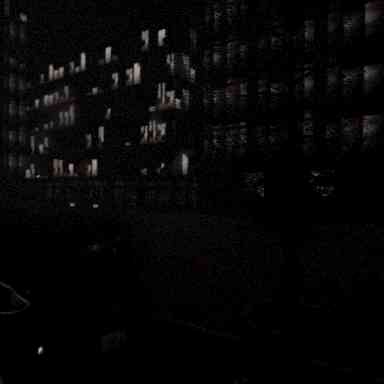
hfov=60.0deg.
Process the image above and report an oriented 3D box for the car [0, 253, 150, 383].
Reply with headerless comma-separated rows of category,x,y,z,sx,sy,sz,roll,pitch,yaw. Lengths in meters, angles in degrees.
car,-2.500,1.557,4.648,4.313,1.339,1.947,0,1,36
